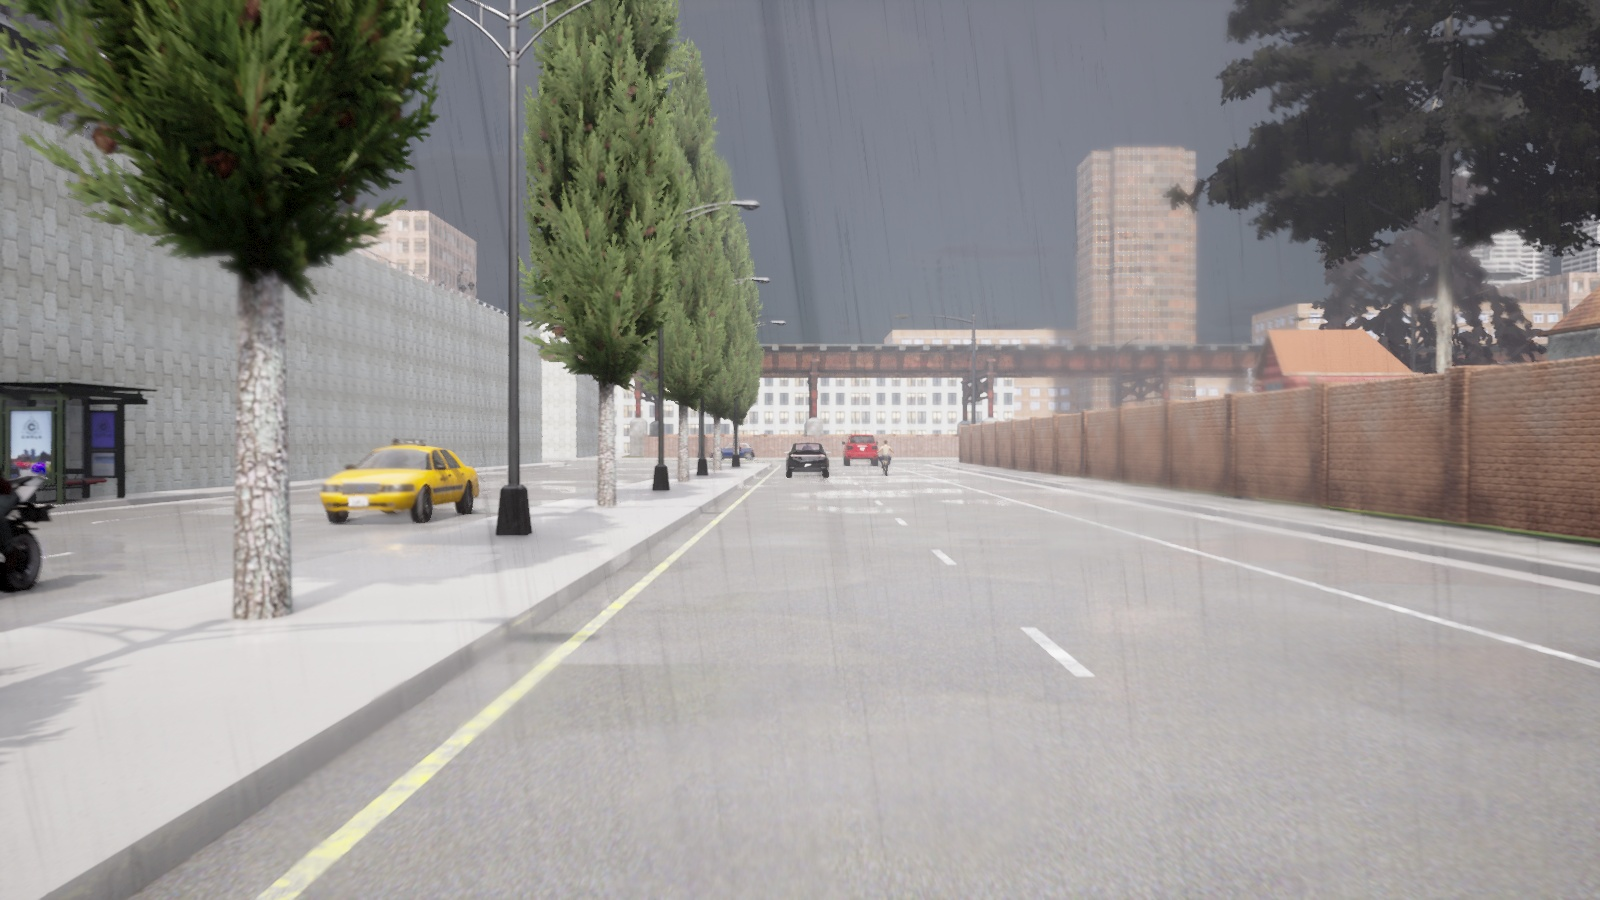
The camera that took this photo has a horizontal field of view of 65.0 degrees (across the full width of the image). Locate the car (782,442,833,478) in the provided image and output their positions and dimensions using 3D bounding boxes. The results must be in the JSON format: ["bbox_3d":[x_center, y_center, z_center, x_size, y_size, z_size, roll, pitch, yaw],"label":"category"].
[{"bbox_3d":[0.329,0.392,55.211,2.128,1.511,4.902,0,0,0],"label":"car"}]

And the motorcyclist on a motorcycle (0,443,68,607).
[{"bbox_3d":[-7.918,0.704,11.740,0.866,1.530,2.191,0,0,0],"label":"motorcyclist on a motorcycle"}]

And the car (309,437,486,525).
[{"bbox_3d":[-7.842,0.538,25.063,1.801,1.575,5.366,0,0,0],"label":"car"}]

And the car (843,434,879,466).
[{"bbox_3d":[3.985,0.003,82.575,2.150,2.045,5.566,0,0,0],"label":"car"}]
